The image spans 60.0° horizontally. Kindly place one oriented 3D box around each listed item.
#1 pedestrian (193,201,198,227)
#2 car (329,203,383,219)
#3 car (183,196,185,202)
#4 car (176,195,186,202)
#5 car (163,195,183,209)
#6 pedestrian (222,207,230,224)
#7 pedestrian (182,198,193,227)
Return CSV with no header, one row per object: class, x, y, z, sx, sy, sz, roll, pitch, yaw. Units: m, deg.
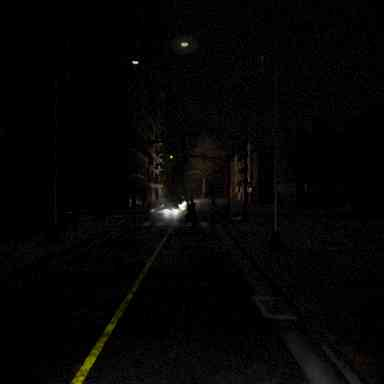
pedestrian,0.035,1.279,22.180,0.375,1.860,0.375,0,0,0
car,14.000,1.575,27.697,4.829,1.417,1.752,0,-1,0
car,-2.596,1.522,58.693,1.895,1.301,4.718,0,0,0
car,-2.458,1.449,73.787,1.994,1.385,4.181,0,0,0
car,-2.669,1.438,44.127,2.128,1.511,4.902,0,0,0
pedestrian,2.115,1.506,21.568,0.500,1.100,0.500,0,0,0
pedestrian,-0.266,1.280,20.978,0.375,1.860,0.375,0,0,0
